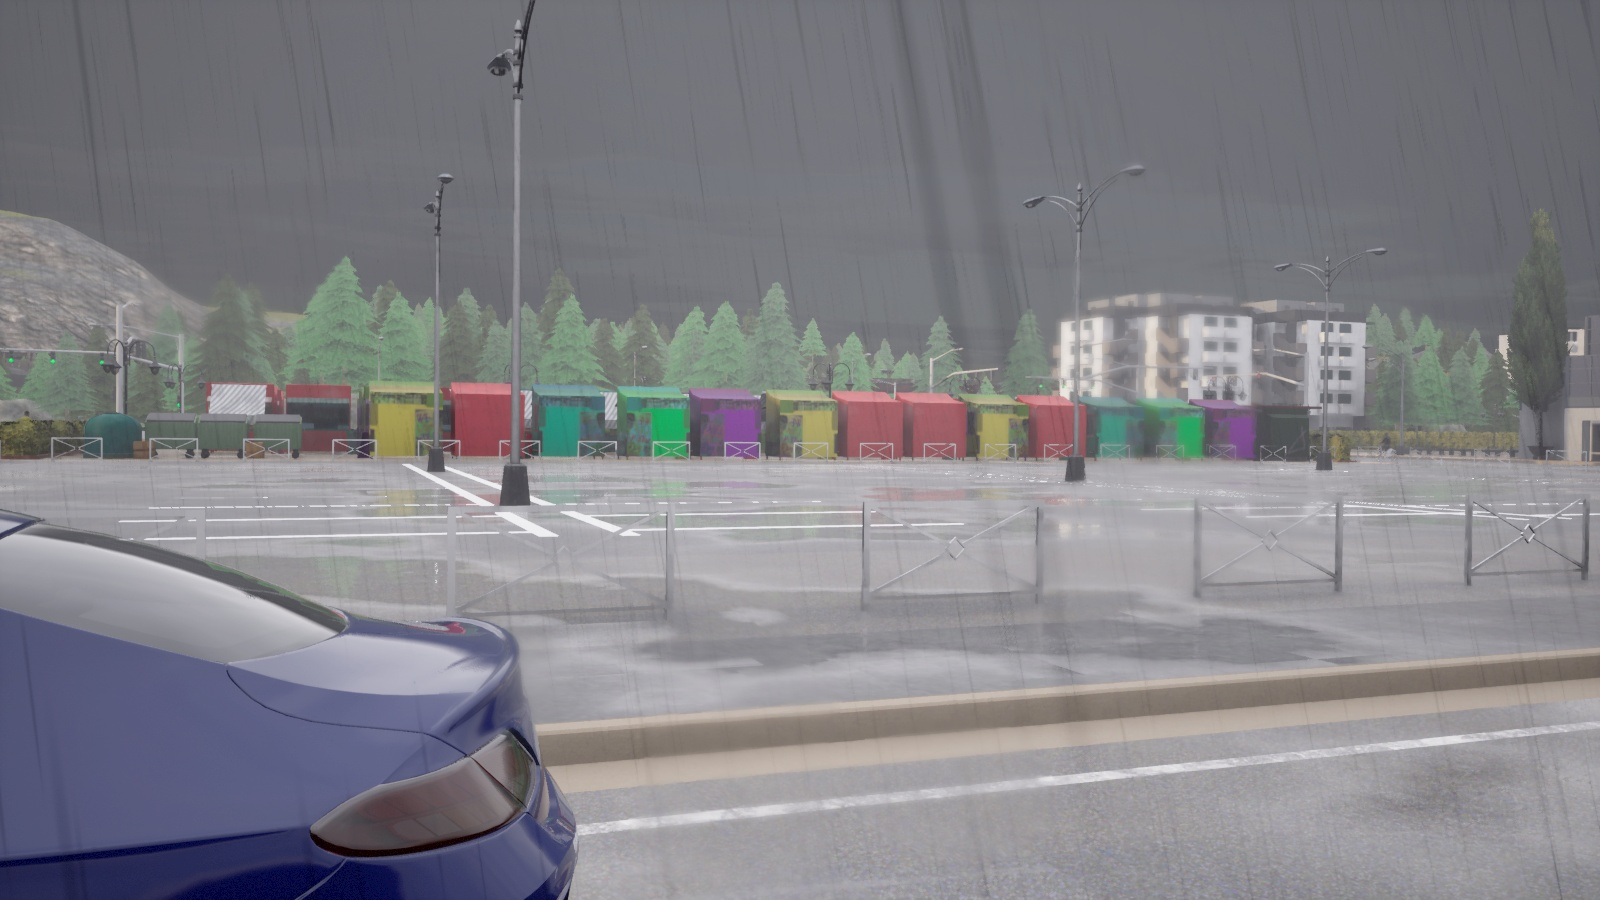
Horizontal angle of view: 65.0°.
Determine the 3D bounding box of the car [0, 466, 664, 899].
[{"bbox_3d":[-2.743,0.818,2.198,4.674,1.442,1.812,-1,1,-21],"label":"car"}]
